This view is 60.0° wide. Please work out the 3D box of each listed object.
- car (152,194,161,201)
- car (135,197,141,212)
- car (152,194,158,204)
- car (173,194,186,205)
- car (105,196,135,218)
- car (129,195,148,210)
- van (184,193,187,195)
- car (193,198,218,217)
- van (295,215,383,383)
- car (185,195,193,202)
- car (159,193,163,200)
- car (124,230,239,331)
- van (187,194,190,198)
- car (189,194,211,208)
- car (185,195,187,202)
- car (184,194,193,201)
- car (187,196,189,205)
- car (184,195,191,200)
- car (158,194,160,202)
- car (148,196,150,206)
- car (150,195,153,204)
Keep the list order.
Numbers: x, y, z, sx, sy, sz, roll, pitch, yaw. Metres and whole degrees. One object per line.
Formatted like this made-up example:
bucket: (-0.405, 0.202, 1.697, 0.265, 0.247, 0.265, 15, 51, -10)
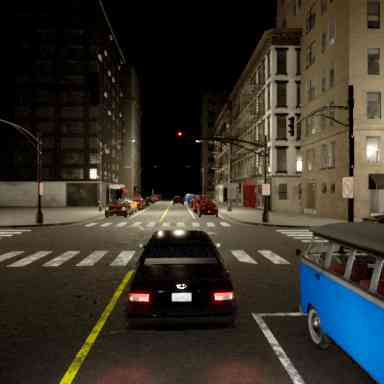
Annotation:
car: (-8.958, 1.424, 84.258, 1.967, 1.590, 4.097, 0, 0, -2)
car: (-6.861, 1.524, 35.447, 1.752, 1.417, 4.829, 0, 0, -2)
car: (-8.029, 1.543, 62.640, 2.008, 1.369, 4.403, 0, 0, -2)
car: (-2.371, 1.520, 58.717, 1.812, 1.442, 4.674, 0, 0, -3)
car: (-6.636, 1.439, 30.213, 1.967, 1.590, 4.097, 0, 0, -2)
car: (-7.100, 1.313, 41.022, 2.192, 1.841, 5.009, 0, 0, -2)
van: (-0.475, 1.329, 73.793, 1.690, 1.788, 3.998, 0, 0, -2)
car: (1.382, 1.544, 30.557, 1.887, 1.381, 4.507, 0, 0, -2)
van: (2.536, 1.341, 3.702, 1.690, 1.788, 3.998, 0, 0, -2)
car: (-0.715, 1.511, 79.368, 1.752, 1.417, 4.829, 0, 0, -2)
car: (-8.725, 1.301, 78.853, 2.192, 1.841, 5.009, 0, 0, -2)
car: (-0.257, 1.547, 7.258, 2.033, 1.411, 5.357, 0, 0, -2)
van: (0.453, 1.337, 52.176, 1.690, 1.788, 3.998, 0, 0, -2)
car: (1.150, 1.314, 35.961, 2.192, 1.841, 5.009, 0, 0, -2)
car: (0.221, 1.560, 57.580, 1.947, 1.339, 4.313, 0, 0, -2)
car: (-0.940, 1.424, 84.602, 1.967, 1.590, 4.097, 0, 0, -2)
car: (0.685, 1.542, 46.771, 1.887, 1.381, 4.507, 0, 0, -2)
car: (-1.172, 1.527, 90.006, 1.887, 1.381, 4.507, 0, 0, -2)
car: (-8.261, 1.556, 68.044, 1.947, 1.339, 4.313, 0, 0, -2)
car: (-7.325, 1.523, 46.256, 1.752, 1.417, 4.829, 0, 0, -2)
car: (-7.565, 1.562, 51.831, 1.947, 1.339, 4.313, 0, 0, -2)
